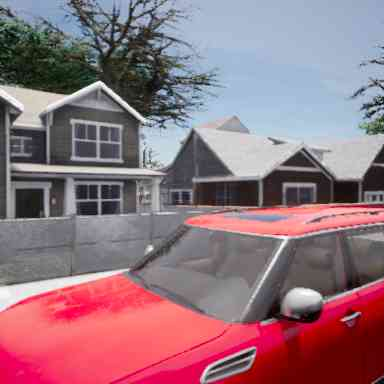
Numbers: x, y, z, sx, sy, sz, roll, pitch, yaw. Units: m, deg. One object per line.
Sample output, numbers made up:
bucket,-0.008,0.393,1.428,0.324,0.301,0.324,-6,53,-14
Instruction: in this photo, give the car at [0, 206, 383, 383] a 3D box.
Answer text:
car,0.789,1.222,3.623,5.566,2.045,2.150,0,0,-35
